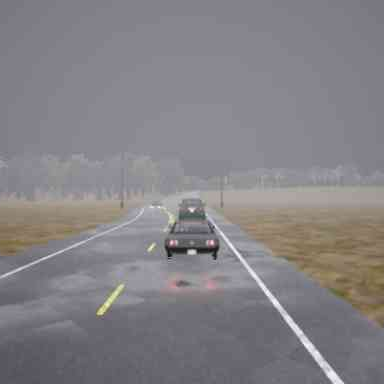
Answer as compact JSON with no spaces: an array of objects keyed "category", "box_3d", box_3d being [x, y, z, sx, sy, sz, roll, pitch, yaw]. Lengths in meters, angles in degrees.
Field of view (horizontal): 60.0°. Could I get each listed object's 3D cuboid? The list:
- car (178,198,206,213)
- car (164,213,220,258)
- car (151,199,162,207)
[{"category":"car","box_3d":[0.008,1.509,27.622,2.150,2.045,5.566,0,0,0]},{"category":"car","box_3d":[0.014,1.739,13.279,1.895,1.301,4.718,0,-1,0]},{"category":"car","box_3d":[-6.979,2.079,65.611,1.837,1.490,4.892,0,0,-1]}]
